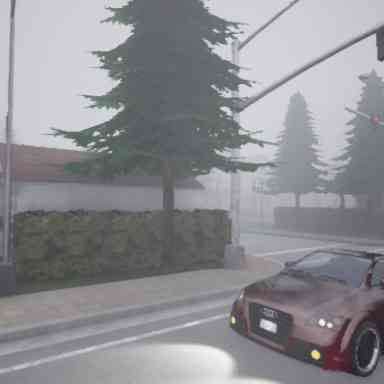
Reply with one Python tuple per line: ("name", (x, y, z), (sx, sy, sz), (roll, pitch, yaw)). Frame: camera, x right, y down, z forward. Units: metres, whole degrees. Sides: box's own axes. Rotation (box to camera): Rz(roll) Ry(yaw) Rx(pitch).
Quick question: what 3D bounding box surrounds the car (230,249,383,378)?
("car", (2.659, 1.728, 5.754), (4.181, 1.385, 1.994), (3, -3, -36))
